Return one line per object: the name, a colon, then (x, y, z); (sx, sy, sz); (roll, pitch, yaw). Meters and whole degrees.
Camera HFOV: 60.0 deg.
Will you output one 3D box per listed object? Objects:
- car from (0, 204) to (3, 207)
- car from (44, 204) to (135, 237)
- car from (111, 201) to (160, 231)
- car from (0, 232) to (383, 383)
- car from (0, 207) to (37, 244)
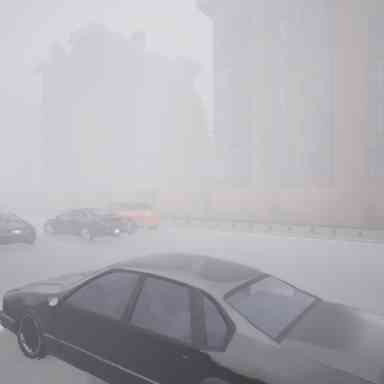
car: (-19.481, 1.350, 30.777); (4.553, 1.767, 2.097); (0, 0, 35)
car: (-5.340, 1.504, 16.395); (4.892, 1.490, 1.837); (0, 0, 35)
car: (-4.155, 1.351, 19.847); (4.553, 1.767, 2.097); (0, 0, 35)
car: (-0.320, 1.547, 4.219); (5.357, 1.411, 2.033); (0, 0, 35)
car: (-8.623, 1.563, 14.437); (4.181, 1.385, 1.994); (0, 0, 35)
